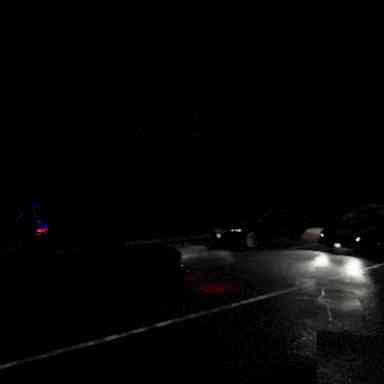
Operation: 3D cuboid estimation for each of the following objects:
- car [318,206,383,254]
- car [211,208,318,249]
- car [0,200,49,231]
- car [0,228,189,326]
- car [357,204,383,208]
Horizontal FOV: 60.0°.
[{"bbox_3d":[7.389,1.527,13.574,5.357,1.411,2.033,0,0,-36],"label":"car"},{"bbox_3d":[3.056,1.482,14.717,4.902,1.511,2.128,0,0,-36],"label":"car"},{"bbox_3d":[-6.378,1.229,8.002,5.566,2.045,2.150,0,0,-35],"label":"car"},{"bbox_3d":[-2.660,1.550,6.342,5.357,1.411,2.033,0,0,-35],"label":"car"},{"bbox_3d":[11.299,1.475,20.945,4.674,1.442,1.812,0,0,-37],"label":"car"}]
